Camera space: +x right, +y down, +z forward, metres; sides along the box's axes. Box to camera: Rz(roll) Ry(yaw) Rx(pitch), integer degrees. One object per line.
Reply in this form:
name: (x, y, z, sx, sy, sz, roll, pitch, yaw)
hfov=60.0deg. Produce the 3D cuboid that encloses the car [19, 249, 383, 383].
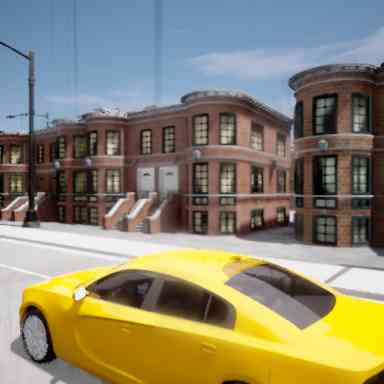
car: (-0.193, 1.477, 4.144, 5.008, 1.535, 1.882, 0, 0, 35)
